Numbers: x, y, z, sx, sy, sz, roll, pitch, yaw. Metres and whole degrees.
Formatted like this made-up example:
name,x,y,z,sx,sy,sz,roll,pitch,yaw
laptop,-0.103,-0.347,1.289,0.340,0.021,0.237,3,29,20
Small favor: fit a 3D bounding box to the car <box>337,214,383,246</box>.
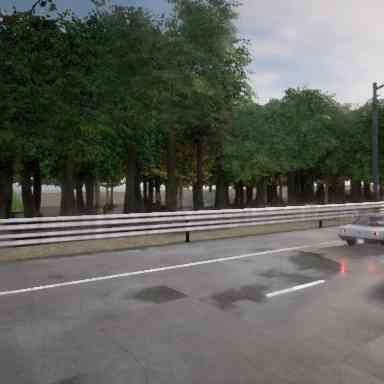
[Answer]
name,x,y,z,sx,sy,sz,roll,pitch,yaw
car,8.292,1.589,14.082,4.718,1.301,1.895,0,0,-35
